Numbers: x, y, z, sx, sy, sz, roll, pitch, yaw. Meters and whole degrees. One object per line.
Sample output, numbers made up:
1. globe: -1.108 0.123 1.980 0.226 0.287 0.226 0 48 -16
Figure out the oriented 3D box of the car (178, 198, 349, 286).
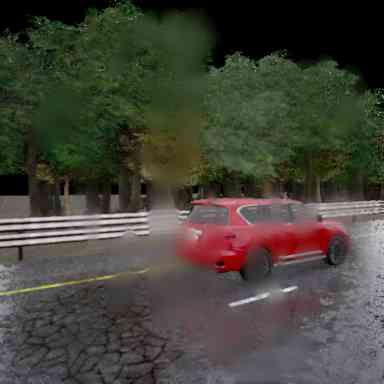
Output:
1. car: 2.233 1.190 9.629 5.566 2.045 2.150 -1 0 -35
